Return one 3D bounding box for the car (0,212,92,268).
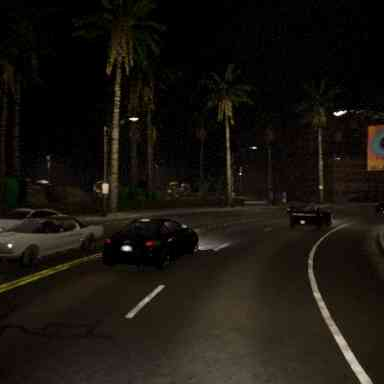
[{"bbox_3d":[-5.094,1.564,11.430,1.895,1.301,4.718,0,0,17],"label":"car"}]

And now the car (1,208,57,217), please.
[{"bbox_3d":[-7.571,1.470,15.291,1.812,1.442,4.674,0,0,21],"label":"car"}]

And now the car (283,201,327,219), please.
[{"bbox_3d":[10.831,1.633,31.624,2.033,1.411,5.357,0,0,41],"label":"car"}]

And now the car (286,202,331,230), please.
[{"bbox_3d":[7.782,1.553,21.620,2.128,1.511,4.902,0,0,32],"label":"car"}]

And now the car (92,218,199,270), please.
[{"bbox_3d":[-1.206,1.556,11.219,1.994,1.385,4.181,0,0,18],"label":"car"}]

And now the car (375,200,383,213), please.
[{"bbox_3d":[22.656,1.667,37.903,4.902,1.511,2.128,0,0,-39],"label":"car"}]
